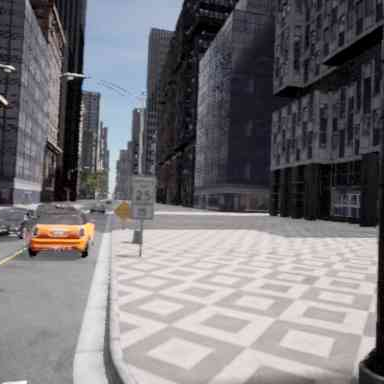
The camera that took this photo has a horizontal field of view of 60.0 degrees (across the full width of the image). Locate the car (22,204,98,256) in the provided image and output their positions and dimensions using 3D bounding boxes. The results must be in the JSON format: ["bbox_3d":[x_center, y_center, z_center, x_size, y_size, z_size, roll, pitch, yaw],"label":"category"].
[{"bbox_3d":[-5.283,1.542,13.989,2.097,1.767,4.553,3,-2,-14],"label":"car"}]

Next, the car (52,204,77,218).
[{"bbox_3d":[-14.055,2.029,36.861,1.895,1.301,4.718,3,-2,-13],"label":"car"}]

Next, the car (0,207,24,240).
[{"bbox_3d":[-9.490,1.615,17.715,1.837,1.490,4.892,3,-2,-14],"label":"car"}]

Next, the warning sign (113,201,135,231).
[{"bbox_3d":[-4.412,1.545,21.509,1.300,1.860,1.060,3,-2,-13],"label":"warning sign"}]

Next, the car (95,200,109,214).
[{"bbox_3d":[-13.279,2.299,47.097,1.994,1.385,4.181,3,-1,-13],"label":"car"}]

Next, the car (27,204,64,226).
[{"bbox_3d":[-11.690,1.767,26.879,1.837,1.490,4.892,3,-2,-13],"label":"car"}]
